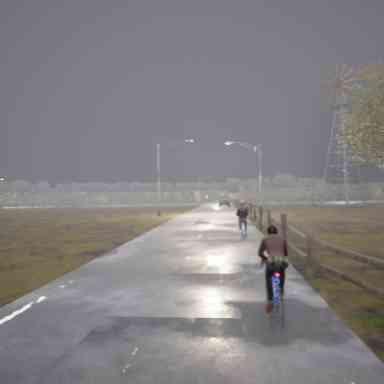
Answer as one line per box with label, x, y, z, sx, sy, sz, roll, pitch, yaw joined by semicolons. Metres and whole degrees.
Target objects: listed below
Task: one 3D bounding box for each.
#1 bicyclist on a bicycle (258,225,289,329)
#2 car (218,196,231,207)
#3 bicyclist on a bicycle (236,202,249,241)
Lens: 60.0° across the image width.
bicyclist on a bicycle;1.481;1.438;5.981;0.582;1.620;1.656;-1;0;5
car;5.633;1.846;57.447;1.837;1.490;4.892;-1;-1;6
bicyclist on a bicycle;2.401;1.370;15.851;0.659;1.776;1.843;-1;0;5
